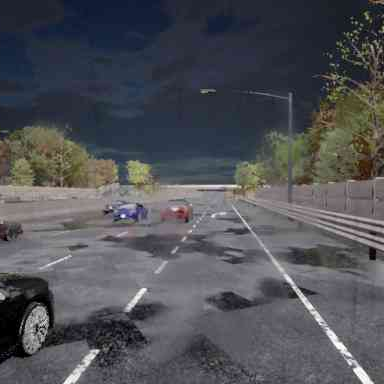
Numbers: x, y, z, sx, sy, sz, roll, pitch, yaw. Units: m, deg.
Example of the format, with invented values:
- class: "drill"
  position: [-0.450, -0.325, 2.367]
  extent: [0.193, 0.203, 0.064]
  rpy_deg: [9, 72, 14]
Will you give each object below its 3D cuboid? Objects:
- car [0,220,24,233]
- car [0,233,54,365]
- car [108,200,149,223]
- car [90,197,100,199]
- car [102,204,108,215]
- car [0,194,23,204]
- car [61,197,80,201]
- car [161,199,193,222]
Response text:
- class: "car"
  position: [-9.268, 1.547, 13.568]
  extent: [2.033, 1.411, 5.357]
  rpy_deg: [0, 0, 7]
- class: "car"
  position: [-3.165, 1.491, 3.177]
  extent: [2.128, 1.511, 4.902]
  rpy_deg: [0, 0, 5]
- class: "car"
  position: [-4.660, 1.526, 25.852]
  extent: [1.812, 1.442, 4.674]
  rpy_deg: [0, 0, 5]
- class: "car"
  position: [-16.252, 1.584, 55.672]
  extent: [1.994, 1.385, 4.181]
  rpy_deg: [0, 0, 5]
- class: "car"
  position: [-7.462, 1.549, 33.905]
  extent: [2.033, 1.411, 5.357]
  rpy_deg: [0, 0, 5]
- class: "car"
  position: [-24.352, 1.358, 43.770]
  extent: [2.097, 1.767, 4.553]
  rpy_deg: [0, 0, 5]
- class: "car"
  position: [-19.878, 1.565, 54.464]
  extent: [2.033, 1.411, 5.357]
  rpy_deg: [0, 0, 5]
- class: "car"
  position: [-1.092, 1.353, 26.466]
  extent: [2.097, 1.767, 4.553]
  rpy_deg: [0, 0, 5]
